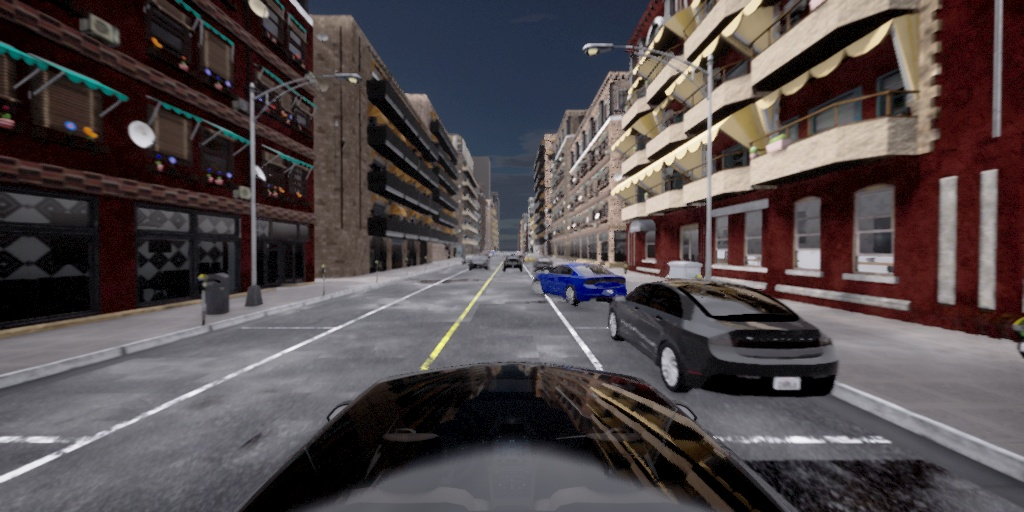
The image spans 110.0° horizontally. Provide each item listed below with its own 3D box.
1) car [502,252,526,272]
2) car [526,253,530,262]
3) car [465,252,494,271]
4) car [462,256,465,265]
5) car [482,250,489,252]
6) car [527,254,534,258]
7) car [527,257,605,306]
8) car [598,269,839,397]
[{"bbox_3d":[0.083,0.663,34.506,1.837,1.490,4.892,0,1,0],"label":"car"},{"bbox_3d":[2.687,0.334,54.060,1.751,1.417,4.829,0,0,0],"label":"car"},{"bbox_3d":[-3.094,0.658,34.926,1.837,1.490,4.892,0,1,0],"label":"car"},{"bbox_3d":[-5.694,0.461,48.258,2.007,1.370,4.403,0,0,0],"label":"car"},{"bbox_3d":[-5.695,0.149,65.164,1.888,1.381,4.507,0,0,0],"label":"car"},{"bbox_3d":[2.688,0.767,31.348,2.007,1.370,4.403,0,0,0],"label":"car"},{"bbox_3d":[2.506,0.998,14.514,1.882,1.535,5.008,0,1,-19],"label":"car"},{"bbox_3d":[3.146,1.168,6.519,1.837,1.490,4.892,0,1,0],"label":"car"}]
